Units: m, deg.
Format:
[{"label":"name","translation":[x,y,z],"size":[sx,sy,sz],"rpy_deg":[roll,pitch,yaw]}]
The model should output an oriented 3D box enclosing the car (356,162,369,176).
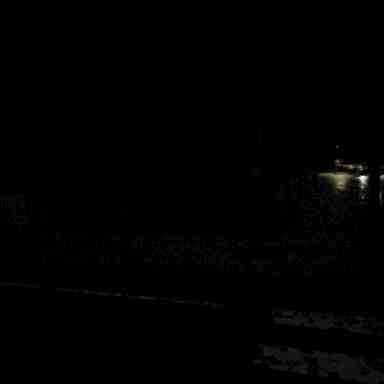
[{"label":"car","translation":[19.842,-2.635,37.710],"size":[1.812,1.442,4.674],"rpy_deg":[-2,4,21]}]
